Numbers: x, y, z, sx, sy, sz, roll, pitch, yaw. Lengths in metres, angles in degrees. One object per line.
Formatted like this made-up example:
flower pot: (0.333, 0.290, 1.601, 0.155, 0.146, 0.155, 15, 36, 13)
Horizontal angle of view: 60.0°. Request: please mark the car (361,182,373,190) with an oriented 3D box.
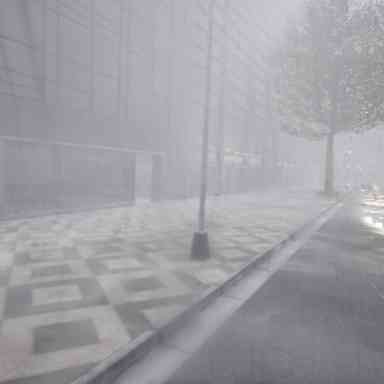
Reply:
car: (34.055, -1.159, 64.538, 1.812, 1.442, 4.674, 4, 4, 28)
